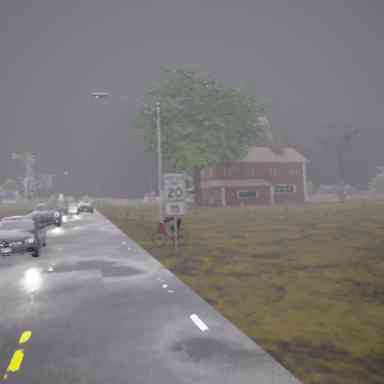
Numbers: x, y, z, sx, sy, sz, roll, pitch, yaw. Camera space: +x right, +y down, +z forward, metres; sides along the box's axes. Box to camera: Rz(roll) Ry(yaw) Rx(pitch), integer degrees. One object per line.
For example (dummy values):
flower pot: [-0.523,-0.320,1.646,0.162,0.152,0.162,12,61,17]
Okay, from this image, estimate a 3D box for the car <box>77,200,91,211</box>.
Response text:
car: [-16.243,2.049,49.993,1.812,1.442,4.674,-2,0,-19]

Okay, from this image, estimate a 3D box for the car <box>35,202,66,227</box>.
car: [-10.909,1.658,25.062,2.097,1.767,4.553,-2,0,-19]

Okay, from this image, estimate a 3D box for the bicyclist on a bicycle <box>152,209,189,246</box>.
bicyclist on a bicycle: [-0.927,1.479,14.219,1.656,1.620,0.582,-1,0,-19]

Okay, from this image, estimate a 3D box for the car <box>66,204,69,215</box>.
car: [-15.865,2.002,40.009,2.128,1.511,4.902,-2,0,-19]

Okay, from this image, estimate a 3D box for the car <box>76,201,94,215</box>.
car: [-12.909,1.914,40.160,1.812,1.442,4.674,-2,0,-19]

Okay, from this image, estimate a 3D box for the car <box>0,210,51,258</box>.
car: [-6.944,1.712,13.342,1.812,1.442,4.674,-2,0,-19]
